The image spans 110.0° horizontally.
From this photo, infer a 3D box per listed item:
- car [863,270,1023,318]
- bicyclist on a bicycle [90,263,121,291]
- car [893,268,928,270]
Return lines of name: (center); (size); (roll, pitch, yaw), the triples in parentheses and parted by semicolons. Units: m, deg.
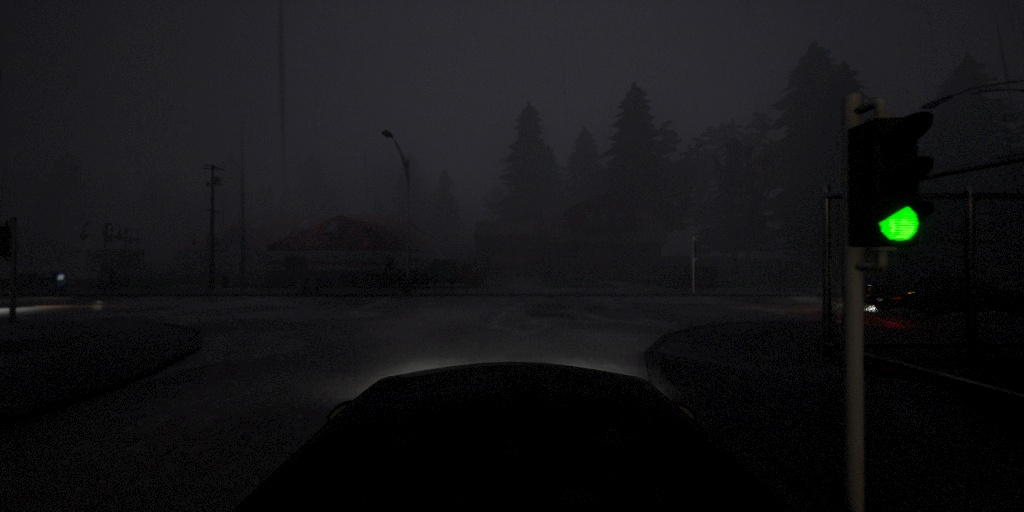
car: (15.474, 1.360, 12.835); (4.674, 1.442, 1.812); (0, 0, 0)
bicyclist on a bicycle: (-23.986, 1.245, 21.194); (0.582, 1.620, 1.656); (0, 0, 0)
car: (18.721, 1.344, 17.024); (5.008, 1.535, 1.882); (0, 0, 0)
